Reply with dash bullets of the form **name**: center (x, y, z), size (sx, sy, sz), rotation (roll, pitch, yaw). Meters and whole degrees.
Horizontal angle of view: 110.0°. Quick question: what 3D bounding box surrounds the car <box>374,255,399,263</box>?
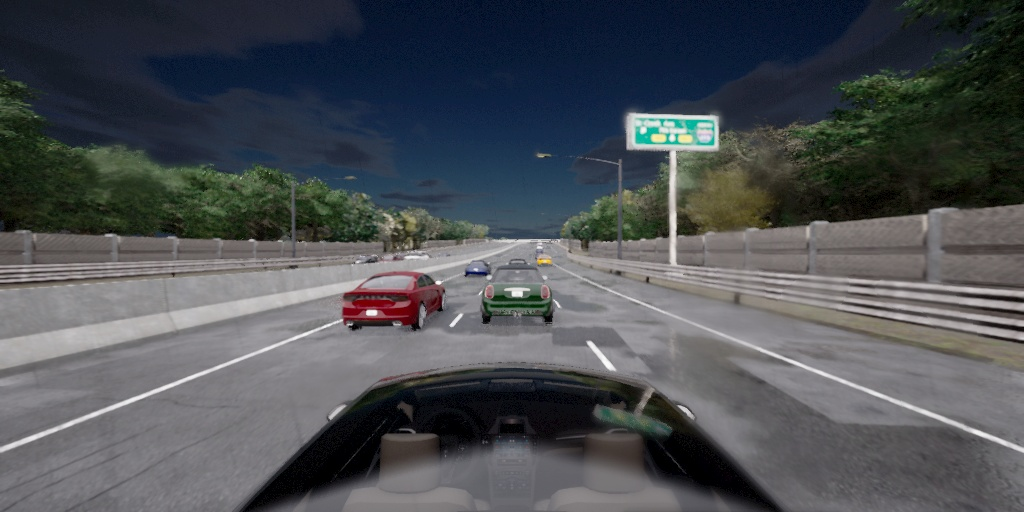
- **car**: center (-16.590, 0.721, 48.711), size (1.812, 1.442, 4.674), rotation (0, 1, 3)

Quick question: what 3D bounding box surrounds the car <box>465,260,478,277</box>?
- **car**: center (-2.972, 1.051, 31.900), size (1.994, 1.385, 4.181), rotation (0, 1, 1)

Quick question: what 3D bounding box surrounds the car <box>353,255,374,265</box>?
- **car**: center (-20.060, 0.674, 49.404), size (2.128, 1.511, 4.902), rotation (0, 1, 3)

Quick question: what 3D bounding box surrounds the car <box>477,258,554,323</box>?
- **car**: center (0.169, 1.067, 12.178), size (2.097, 1.767, 4.553), rotation (0, 0, 1)

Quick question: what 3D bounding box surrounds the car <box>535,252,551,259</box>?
- **car**: center (4.558, 0.567, 50.982), size (1.882, 1.535, 5.008), rotation (0, 1, 2)

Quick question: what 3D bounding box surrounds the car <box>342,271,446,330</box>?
- **car**: center (-3.343, 1.198, 11.065), size (1.882, 1.535, 5.008), rotation (0, 0, 0)

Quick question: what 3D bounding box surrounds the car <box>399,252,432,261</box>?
- **car**: center (-13.076, 0.414, 48.973), size (2.150, 2.045, 5.566), rotation (0, 1, 3)
